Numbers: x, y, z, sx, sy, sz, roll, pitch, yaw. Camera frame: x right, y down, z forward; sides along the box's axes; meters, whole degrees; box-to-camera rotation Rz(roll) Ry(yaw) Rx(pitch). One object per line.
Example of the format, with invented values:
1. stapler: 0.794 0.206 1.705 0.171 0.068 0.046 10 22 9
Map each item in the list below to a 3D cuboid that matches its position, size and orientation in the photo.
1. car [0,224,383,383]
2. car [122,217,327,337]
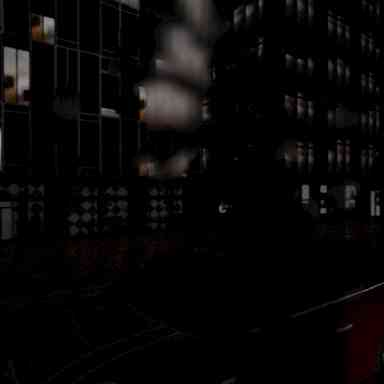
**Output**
1. car: 0.454 1.368 3.704 4.553 1.767 2.097 1 0 -35
2. car: 0.818 1.472 7.152 4.097 1.590 1.967 0 -1 -35
